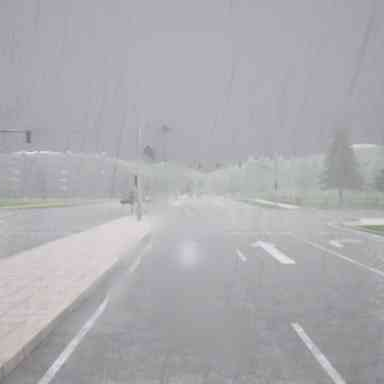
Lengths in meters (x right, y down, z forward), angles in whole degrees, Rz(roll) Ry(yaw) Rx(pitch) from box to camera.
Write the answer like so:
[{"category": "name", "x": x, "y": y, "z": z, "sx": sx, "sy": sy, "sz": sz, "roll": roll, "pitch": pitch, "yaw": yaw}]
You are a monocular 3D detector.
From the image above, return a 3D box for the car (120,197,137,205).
[{"category": "car", "x": -11.515, "y": 1.633, "z": 59.173, "sx": 1.895, "sy": 1.301, "sz": 4.718, "roll": 0, "pitch": 0, "yaw": 0}]

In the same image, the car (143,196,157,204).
[{"category": "car", "x": -8.019, "y": 1.514, "z": 66.042, "sx": 1.882, "sy": 1.535, "sz": 5.008, "roll": 0, "pitch": 0, "yaw": 0}]
